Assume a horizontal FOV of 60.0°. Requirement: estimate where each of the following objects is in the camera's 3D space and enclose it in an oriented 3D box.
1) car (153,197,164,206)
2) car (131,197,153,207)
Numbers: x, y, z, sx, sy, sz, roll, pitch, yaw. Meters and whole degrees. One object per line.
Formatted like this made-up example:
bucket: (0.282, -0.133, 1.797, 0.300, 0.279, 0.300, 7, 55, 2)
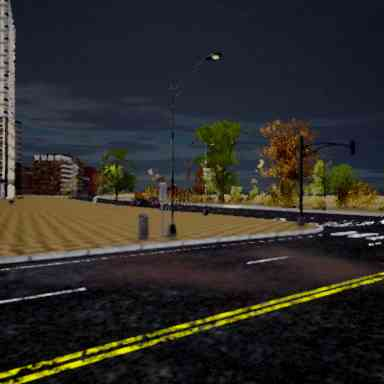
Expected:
car: (-6.807, 1.697, 61.202, 2.097, 1.767, 4.553, 0, 0, -29)
car: (-9.222, 1.808, 58.870, 1.882, 1.535, 5.008, 0, -1, -29)
